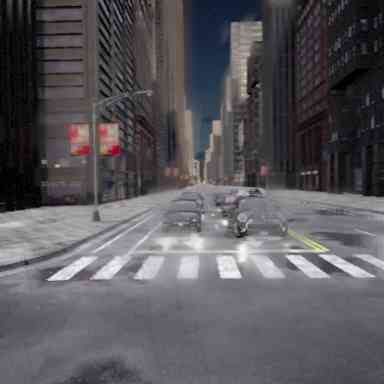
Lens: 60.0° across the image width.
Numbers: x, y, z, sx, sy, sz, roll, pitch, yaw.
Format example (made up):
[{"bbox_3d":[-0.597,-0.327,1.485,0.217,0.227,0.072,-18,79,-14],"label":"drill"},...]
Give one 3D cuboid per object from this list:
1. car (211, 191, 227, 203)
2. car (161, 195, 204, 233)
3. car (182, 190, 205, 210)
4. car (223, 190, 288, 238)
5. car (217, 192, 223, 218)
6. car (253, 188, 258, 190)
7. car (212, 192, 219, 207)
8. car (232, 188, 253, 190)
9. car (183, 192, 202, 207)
[{"bbox_3d":[3.570,0.624,44.062,1.895,1.301,4.718,-1,1,2],"label":"car"},{"bbox_3d":[-0.437,1.148,17.242,1.837,1.490,4.892,-1,1,2],"label":"car"},{"bbox_3d":[-0.164,0.781,27.387,2.097,1.767,4.553,-1,1,2],"label":"car"},{"bbox_3d":[2.819,0.990,15.249,2.097,1.767,4.553,-1,1,0],"label":"car"},{"bbox_3d":[2.995,0.979,24.033,1.812,1.442,4.674,-1,1,2],"label":"car"},{"bbox_3d":[10.587,0.137,57.275,1.837,1.490,4.892,-1,1,2],"label":"car"},{"bbox_3d":[3.276,0.805,34.051,1.994,1.385,4.181,-1,1,2],"label":"car"},{"bbox_3d":[7.067,0.427,47.400,1.812,1.442,4.674,-1,1,2],"label":"car"},{"bbox_3d":[0.123,0.757,37.681,2.033,1.411,5.357,-1,1,2],"label":"car"}]
